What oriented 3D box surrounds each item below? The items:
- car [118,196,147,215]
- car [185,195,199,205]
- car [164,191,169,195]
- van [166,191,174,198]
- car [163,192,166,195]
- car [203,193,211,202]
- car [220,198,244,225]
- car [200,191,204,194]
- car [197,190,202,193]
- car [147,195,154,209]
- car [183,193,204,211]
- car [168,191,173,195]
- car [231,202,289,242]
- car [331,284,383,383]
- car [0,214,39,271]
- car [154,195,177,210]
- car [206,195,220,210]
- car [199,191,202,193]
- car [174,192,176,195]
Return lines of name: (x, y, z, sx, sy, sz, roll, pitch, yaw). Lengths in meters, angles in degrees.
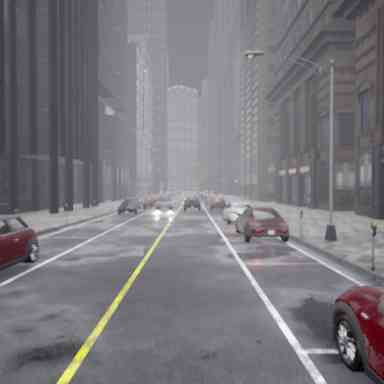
car: (-5.681, 1.325, 31.050, 1.947, 1.339, 4.313, -1, 0, 0)
car: (0.020, 1.205, 49.946, 1.895, 1.301, 4.718, 0, 0, 1)
car: (-5.684, 1.075, 59.173, 2.008, 1.369, 4.403, -1, 0, 0)
van: (-5.689, 0.611, 87.294, 1.690, 1.788, 3.998, -1, 1, 0)
car: (-5.683, 1.118, 53.549, 1.887, 1.381, 4.507, -1, 0, 0)
car: (2.843, 1.145, 48.101, 1.752, 1.417, 4.829, -1, 0, 0)
car: (3.145, 1.352, 22.475, 1.812, 1.442, 4.674, 0, 0, 0)
car: (2.841, 1.075, 59.180, 2.008, 1.369, 4.403, -1, 1, 0)
car: (2.838, 0.814, 87.301, 1.887, 1.381, 4.507, -1, 1, 0)
car: (-5.682, 1.259, 36.676, 1.887, 1.381, 4.507, -1, 0, 0)
car: (0.045, 1.221, 36.480, 1.837, 1.490, 4.892, 0, 1, 0)
car: (-5.685, 0.976, 70.422, 2.008, 1.369, 4.403, -1, 1, 0)
car: (3.146, 1.406, 15.475, 1.812, 1.442, 4.674, 0, 0, 0)
car: (2.847, 1.417, 2.936, 1.967, 1.590, 4.097, -1, 0, 0)
car: (-5.679, 1.374, 8.551, 1.967, 1.590, 4.097, -1, 0, 0)
car: (-3.099, 1.302, 38.250, 1.895, 1.301, 4.718, 0, 0, 0)
car: (2.844, 1.296, 36.683, 1.802, 1.307, 4.206, -1, 0, 0)
car: (2.840, 0.969, 70.428, 1.887, 1.381, 4.507, -1, 1, 0)
car: (-5.688, 0.763, 81.671, 1.967, 1.590, 4.097, -1, 1, 0)
